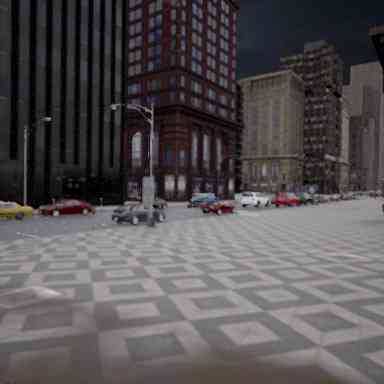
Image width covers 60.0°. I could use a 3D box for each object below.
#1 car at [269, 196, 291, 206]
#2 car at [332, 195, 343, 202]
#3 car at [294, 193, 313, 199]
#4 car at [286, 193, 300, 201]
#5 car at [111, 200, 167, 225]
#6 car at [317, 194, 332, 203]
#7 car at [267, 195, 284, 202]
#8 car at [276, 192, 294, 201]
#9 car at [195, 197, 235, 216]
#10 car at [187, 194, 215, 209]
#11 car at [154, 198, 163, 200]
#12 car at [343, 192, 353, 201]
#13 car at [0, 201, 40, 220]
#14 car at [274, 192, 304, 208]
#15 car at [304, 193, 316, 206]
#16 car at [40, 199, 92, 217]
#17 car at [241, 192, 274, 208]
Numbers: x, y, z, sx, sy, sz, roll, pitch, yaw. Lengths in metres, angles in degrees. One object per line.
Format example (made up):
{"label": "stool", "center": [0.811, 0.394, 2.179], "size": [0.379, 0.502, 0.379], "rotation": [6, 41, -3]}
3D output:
{"label": "car", "center": [14.069, 1.392, 53.068], "size": [1.994, 1.385, 4.181], "rotation": [1, 1, 35]}
{"label": "car", "center": [30.644, 1.421, 71.725], "size": [1.802, 1.307, 4.206], "rotation": [2, 1, 35]}
{"label": "car", "center": [29.339, 0.979, 87.646], "size": [4.403, 1.369, 2.008], "rotation": [1, 1, 26]}
{"label": "car", "center": [23.018, 1.111, 75.699], "size": [1.967, 1.590, 4.097], "rotation": [2, 1, 35]}
{"label": "car", "center": [-3.643, 1.488, 23.228], "size": [2.008, 1.369, 4.403], "rotation": [2, 1, 35]}
{"label": "car", "center": [24.409, 1.429, 62.908], "size": [1.947, 1.339, 4.313], "rotation": [2, 1, 35]}
{"label": "car", "center": [16.895, 1.276, 67.045], "size": [1.802, 1.307, 4.206], "rotation": [1, 1, 35]}
{"label": "car", "center": [19.959, 1.000, 71.369], "size": [2.192, 1.841, 5.009], "rotation": [2, 1, 35]}
{"label": "car", "center": [2.590, 1.461, 32.045], "size": [1.887, 1.381, 4.507], "rotation": [2, 1, 35]}
{"label": "car", "center": [1.235, 1.354, 40.262], "size": [1.994, 1.385, 4.181], "rotation": [1, 1, 35]}
{"label": "car", "center": [-4.525, 1.311, 36.746], "size": [1.947, 1.339, 4.313], "rotation": [2, 1, 35]}
{"label": "car", "center": [36.880, 1.368, 80.544], "size": [1.947, 1.339, 4.313], "rotation": [2, 1, 35]}
{"label": "car", "center": [-13.801, 1.304, 23.623], "size": [1.752, 1.417, 4.829], "rotation": [2, 1, 35]}
{"label": "car", "center": [13.374, 1.118, 46.694], "size": [2.150, 2.045, 5.566], "rotation": [1, 1, 35]}
{"label": "car", "center": [17.415, 1.117, 52.410], "size": [2.150, 2.045, 5.566], "rotation": [1, 1, 35]}
{"label": "car", "center": [-10.643, 1.311, 28.090], "size": [1.887, 1.381, 4.507], "rotation": [2, 1, 35]}
{"label": "car", "center": [8.666, 1.063, 45.328], "size": [2.150, 2.045, 5.566], "rotation": [1, 1, 36]}
